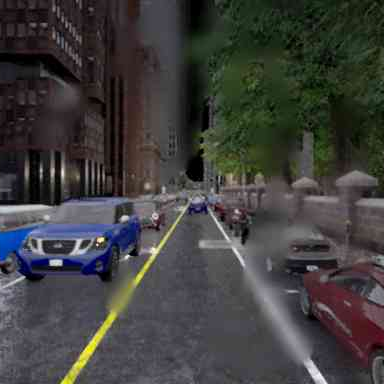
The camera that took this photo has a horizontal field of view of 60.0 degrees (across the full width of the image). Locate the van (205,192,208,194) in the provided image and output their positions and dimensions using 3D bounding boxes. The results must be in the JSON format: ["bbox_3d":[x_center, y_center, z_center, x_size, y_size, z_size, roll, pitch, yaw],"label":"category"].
[{"bbox_3d":[3.754,1.152,65.330,1.690,1.788,3.998,0,0,1],"label":"van"}]

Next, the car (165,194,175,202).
[{"bbox_3d":[-4.688,1.262,70.806,1.752,1.417,4.829,0,0,1],"label":"car"}]

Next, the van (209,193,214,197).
[{"bbox_3d":[3.410,1.274,43.235,1.690,1.788,3.998,0,0,1],"label":"van"}]

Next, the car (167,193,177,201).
[{"bbox_3d":[-4.599,1.140,76.499,1.967,1.590,4.097,0,0,1],"label":"car"}]

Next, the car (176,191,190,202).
[{"bbox_3d":[-1.975,1.003,67.668,2.150,2.045,5.566,0,1,1],"label":"car"}]

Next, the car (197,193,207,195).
[{"bbox_3d":[0.801,1.378,46.841,1.882,1.535,5.008,0,1,1],"label":"car"}]

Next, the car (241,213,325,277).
[{"bbox_3d":[2.890,1.572,10.089,2.008,1.369,4.403,0,0,1],"label":"car"}]

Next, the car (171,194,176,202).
[{"bbox_3d":[-4.772,1.321,65.453,2.008,1.369,4.403,0,0,1],"label":"car"}]

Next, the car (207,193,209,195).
[{"bbox_3d":[3.583,1.397,54.453,1.752,1.417,4.829,0,0,1],"label":"car"}]

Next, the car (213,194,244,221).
[{"bbox_3d":[3.150,1.313,26.663,2.192,1.841,5.009,0,0,1],"label":"car"}]

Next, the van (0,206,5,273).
[{"bbox_3d":[-5.635,1.321,10.211,1.690,1.788,3.998,0,0,1],"label":"van"}]

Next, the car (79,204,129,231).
[{"bbox_3d":[-5.462,1.515,21.262,1.887,1.381,4.507,0,0,1],"label":"car"}]

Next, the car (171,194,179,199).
[{"bbox_3d":[-4.428,1.190,87.546,1.947,1.339,4.313,0,0,1],"label":"car"}]

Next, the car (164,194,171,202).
[{"bbox_3d":[-4.943,1.272,54.405,1.967,1.590,4.097,0,0,1],"label":"car"}]

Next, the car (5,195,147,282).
[{"bbox_3d":[-2.963,1.214,10.144,2.150,2.045,5.566,0,0,1],"label":"car"}]

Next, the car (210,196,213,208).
[{"bbox_3d":[3.322,1.504,37.713,1.887,1.381,4.507,0,0,1],"label":"car"}]

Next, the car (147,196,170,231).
[{"bbox_3d":[-2.794,1.336,20.462,2.097,1.767,4.553,0,0,1],"label":"car"}]

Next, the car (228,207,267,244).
[{"bbox_3d":[2.974,1.584,15.614,1.947,1.339,4.313,0,0,1],"label":"car"}]

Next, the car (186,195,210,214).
[{"bbox_3d":[0.606,1.438,34.332,1.882,1.535,5.008,0,0,1],"label":"car"}]

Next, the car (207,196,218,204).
[{"bbox_3d":[3.666,1.425,59.807,1.802,1.307,4.206,0,0,1],"label":"car"}]

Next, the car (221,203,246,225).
[{"bbox_3d":[3.063,1.593,21.139,1.802,1.307,4.206,0,0,1],"label":"car"}]

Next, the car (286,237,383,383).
[{"bbox_3d":[2.804,1.601,4.564,1.802,1.307,4.206,0,0,1],"label":"car"}]
